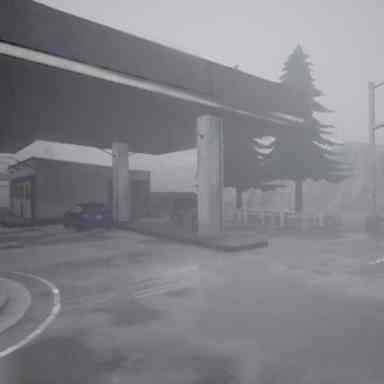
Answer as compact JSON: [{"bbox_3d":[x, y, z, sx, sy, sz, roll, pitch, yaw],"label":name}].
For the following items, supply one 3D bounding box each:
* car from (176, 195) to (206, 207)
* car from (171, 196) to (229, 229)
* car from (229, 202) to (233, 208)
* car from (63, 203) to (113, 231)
[{"bbox_3d":[-0.166,1.248,47.634,1.837,1.490,4.892,-1,1,-35],"label":"car"},{"bbox_3d":[0.237,1.300,21.661,1.905,1.878,3.866,-1,1,-36],"label":"car"},{"bbox_3d":[2.776,1.368,37.082,1.994,1.385,4.181,-1,1,-35],"label":"car"},{"bbox_3d":[-6.889,1.561,21.889,2.242,1.667,4.611,-1,1,-36],"label":"car"}]
